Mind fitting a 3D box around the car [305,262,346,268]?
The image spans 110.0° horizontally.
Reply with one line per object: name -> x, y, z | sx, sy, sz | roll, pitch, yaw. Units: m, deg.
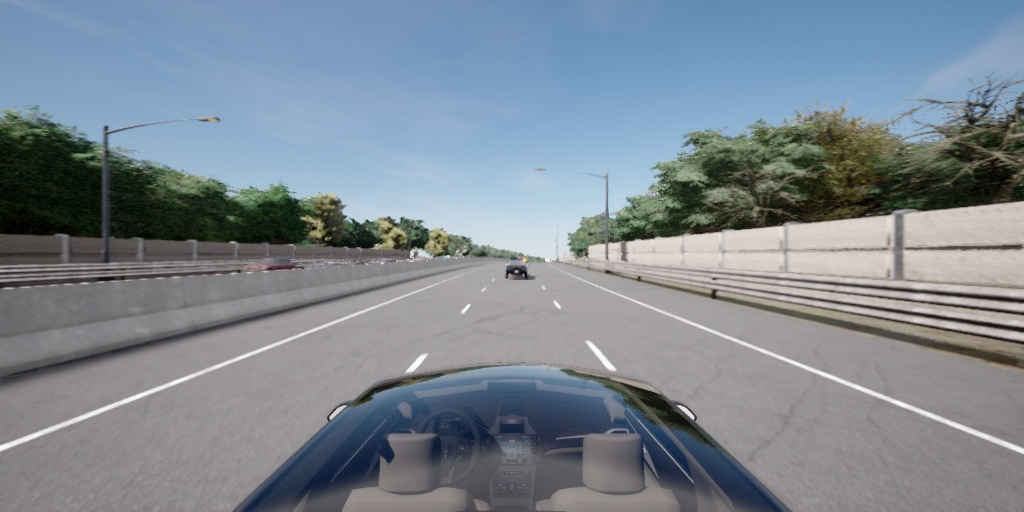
car -> -17.169, 1.173, 33.432 | 1.895, 1.301, 4.718 | 0, 0, 2

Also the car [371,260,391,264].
car -> -13.547, 1.120, 37.384 | 1.994, 1.385, 4.181 | 0, 0, 2

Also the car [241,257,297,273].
car -> -20.739, 0.934, 30.797 | 2.097, 1.767, 4.553 | 0, 0, 2

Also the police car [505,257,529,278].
police car -> 0.436, 1.030, 31.462 | 1.930, 1.638, 5.238 | 0, 1, 2
